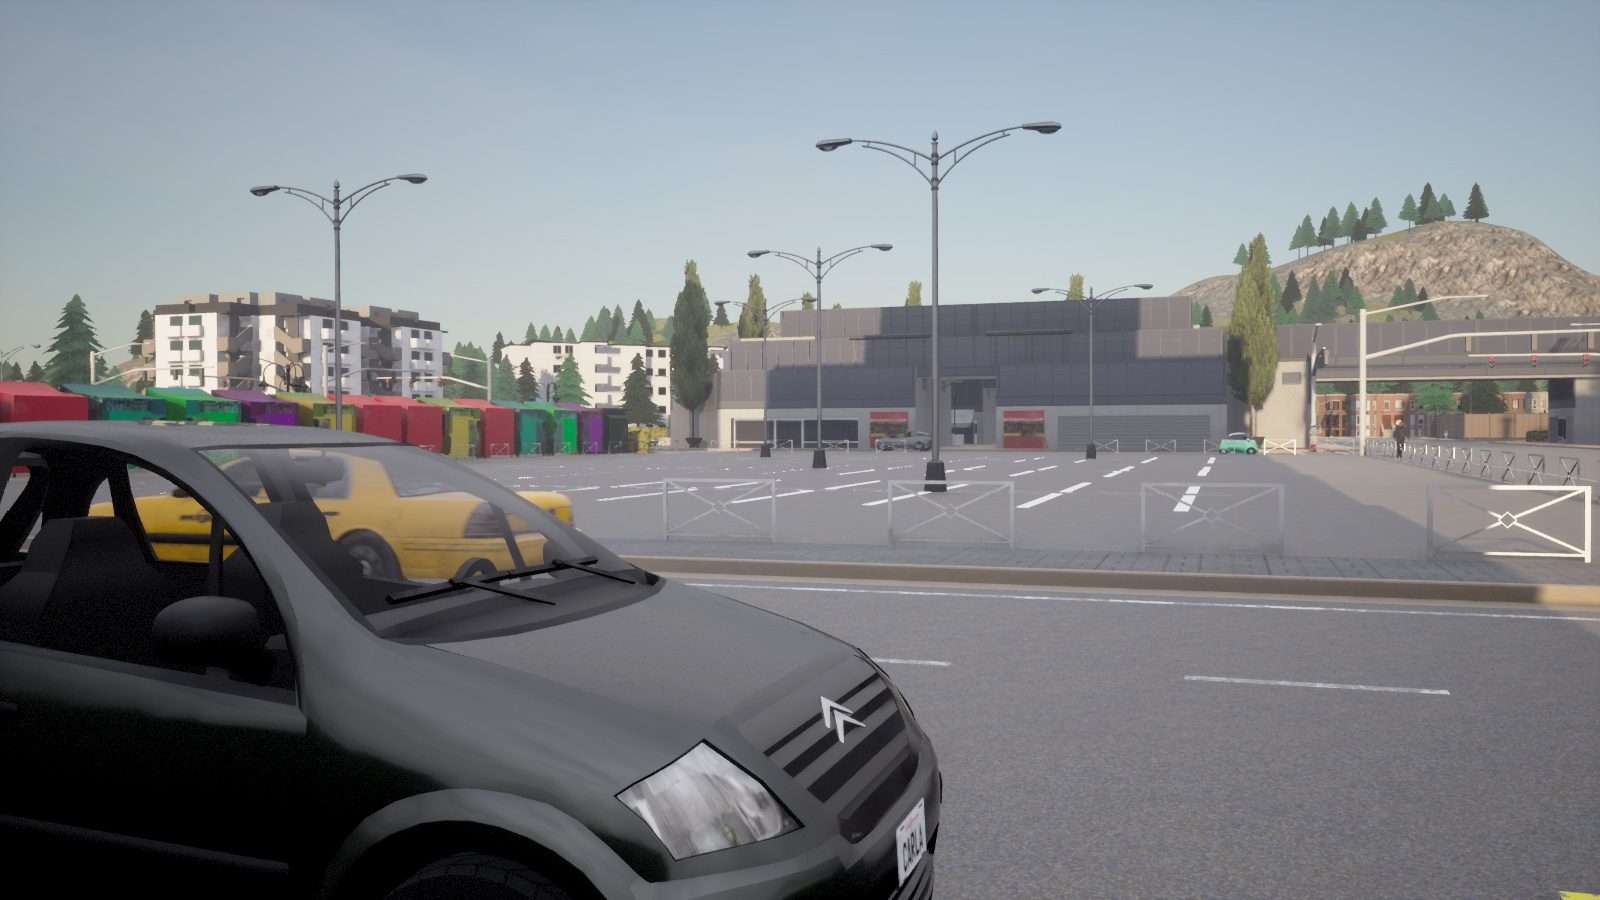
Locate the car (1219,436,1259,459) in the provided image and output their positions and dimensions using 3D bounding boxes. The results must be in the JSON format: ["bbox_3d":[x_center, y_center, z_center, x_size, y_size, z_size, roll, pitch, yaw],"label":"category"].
[{"bbox_3d":[25.909,-0.153,74.125,2.207,1.376,1.481,0,1,20],"label":"car"}]

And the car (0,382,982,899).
[{"bbox_3d":[-1.613,0.659,3.733,3.988,1.617,1.851,1,1,19],"label":"car"}]

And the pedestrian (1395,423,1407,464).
[{"bbox_3d":[29.243,-0.328,61.089,0.423,1.949,0.788,1,1,18],"label":"pedestrian"}]

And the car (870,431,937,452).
[{"bbox_3d":[7.586,-0.617,92.080,4.514,1.525,2.007,1,1,20],"label":"car"}]

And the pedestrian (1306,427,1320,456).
[{"bbox_3d":[34.449,-0.563,84.289,0.659,1.952,0.873,0,1,8],"label":"pedestrian"}]

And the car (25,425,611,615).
[{"bbox_3d":[-4.660,0.554,12.142,5.366,1.575,1.801,1,1,19],"label":"car"}]
